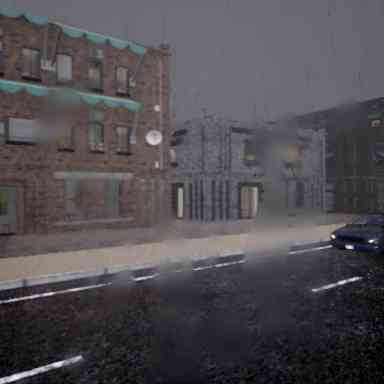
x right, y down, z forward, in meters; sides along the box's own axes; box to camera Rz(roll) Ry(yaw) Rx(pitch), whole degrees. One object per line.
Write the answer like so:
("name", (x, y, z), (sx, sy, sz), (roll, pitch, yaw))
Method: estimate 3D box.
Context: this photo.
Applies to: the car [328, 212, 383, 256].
("car", (7.657, 1.526, 13.139), (5.357, 1.411, 2.033), (0, 0, -36))
